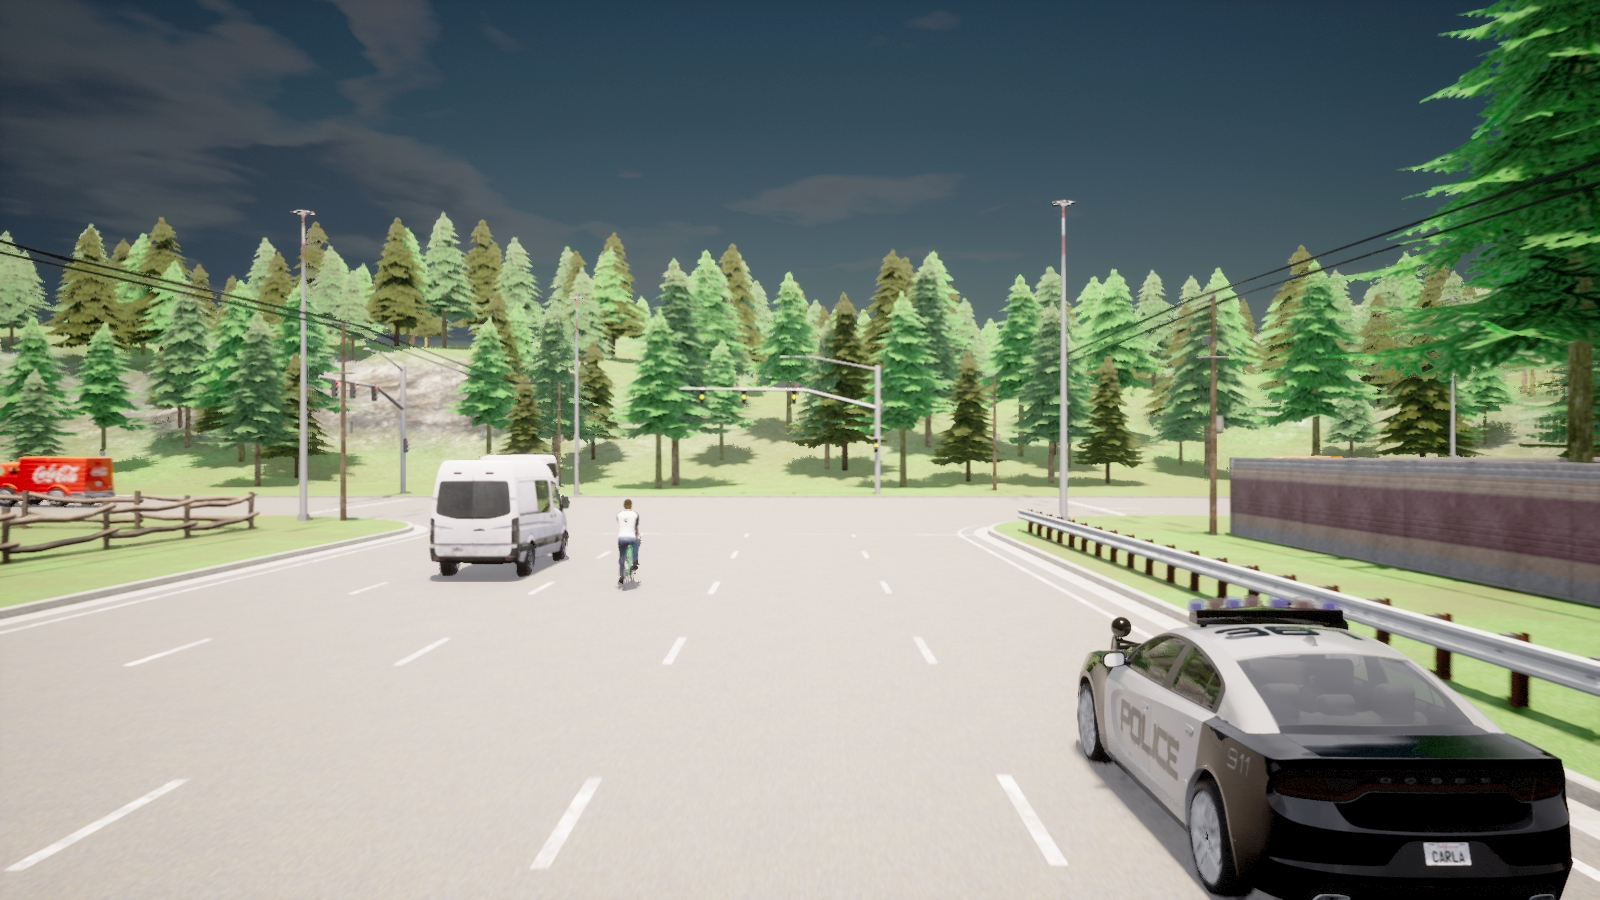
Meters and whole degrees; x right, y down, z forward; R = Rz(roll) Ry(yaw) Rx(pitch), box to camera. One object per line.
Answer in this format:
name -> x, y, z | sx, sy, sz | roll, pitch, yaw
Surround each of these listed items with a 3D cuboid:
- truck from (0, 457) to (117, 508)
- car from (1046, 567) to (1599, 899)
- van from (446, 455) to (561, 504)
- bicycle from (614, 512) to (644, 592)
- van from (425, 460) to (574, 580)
truck -> -37.296, 1.568, 56.756 | 5.204, 2.467, 2.627 | 0, 0, 1
car -> 3.501, 1.982, 8.765 | 2.097, 1.638, 5.238 | 0, 0, 0
van -> -15.895, 1.535, 61.250 | 5.915, 2.561, 1.988 | 0, 0, 21
bicycle -> -3.498, 2.056, 23.393 | 0.373, 1.496, 1.643 | 0, 0, 0
van -> -6.993, 1.531, 27.313 | 1.988, 2.561, 5.915 | 0, -1, 0
